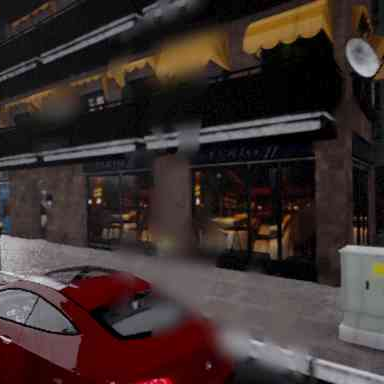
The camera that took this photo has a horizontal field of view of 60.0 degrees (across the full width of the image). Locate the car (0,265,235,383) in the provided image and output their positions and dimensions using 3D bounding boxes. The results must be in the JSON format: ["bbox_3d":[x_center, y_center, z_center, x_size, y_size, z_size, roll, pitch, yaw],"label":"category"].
[{"bbox_3d":[-1.528,1.565,3.959,4.206,1.307,1.802,0,0,35],"label":"car"}]
